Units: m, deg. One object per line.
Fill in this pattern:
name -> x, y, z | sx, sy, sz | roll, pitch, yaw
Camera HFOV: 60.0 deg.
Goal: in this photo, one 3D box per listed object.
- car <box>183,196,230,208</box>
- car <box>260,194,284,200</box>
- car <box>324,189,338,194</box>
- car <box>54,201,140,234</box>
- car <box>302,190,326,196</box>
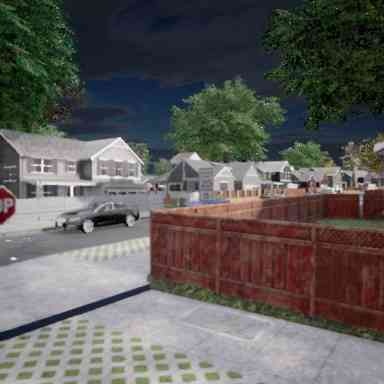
car -> 1.232, 1.043, 26.764 | 1.882, 1.535, 5.008 | 0, 1, 35
car -> 9.381, 0.873, 38.354 | 1.994, 1.385, 4.181 | 0, 1, 35
car -> 20.071, 0.406, 48.675 | 2.097, 1.767, 4.553 | 0, 1, 35
car -> -4.946, 1.249, 17.955 | 2.128, 1.511, 4.902 | 0, 1, 35
car -> 14.440, 0.797, 40.557 | 1.994, 1.385, 4.181 | 0, 1, 36
